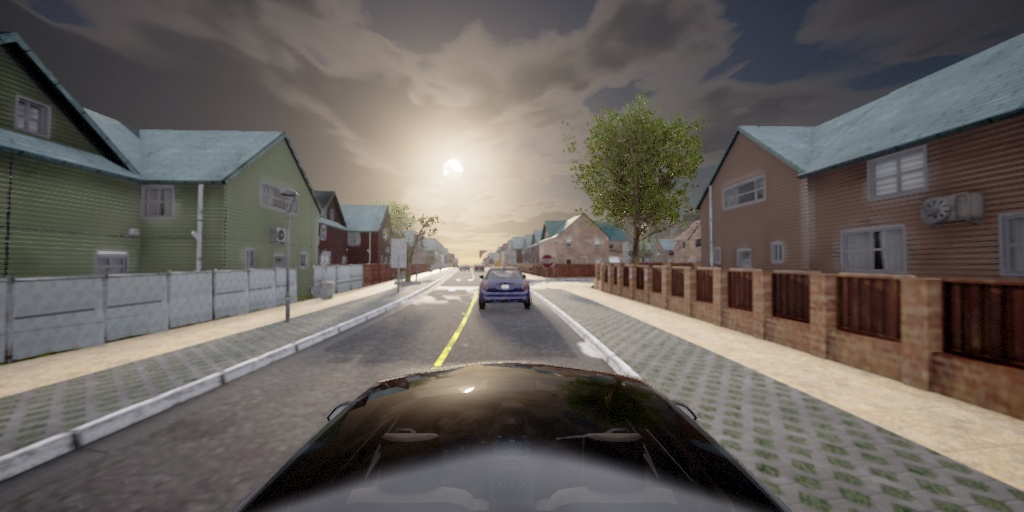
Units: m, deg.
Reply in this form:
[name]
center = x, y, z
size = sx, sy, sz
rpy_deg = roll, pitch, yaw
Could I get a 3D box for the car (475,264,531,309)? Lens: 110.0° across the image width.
[car]
center = -0.390, 1.254, 16.068
size = 2.097, 1.767, 4.553
rpy_deg = 0, -1, -3

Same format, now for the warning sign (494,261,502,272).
[warning sign]
center = -2.173, 1.586, 55.639
size = 1.300, 1.860, 1.060
rpy_deg = 0, 0, -7
